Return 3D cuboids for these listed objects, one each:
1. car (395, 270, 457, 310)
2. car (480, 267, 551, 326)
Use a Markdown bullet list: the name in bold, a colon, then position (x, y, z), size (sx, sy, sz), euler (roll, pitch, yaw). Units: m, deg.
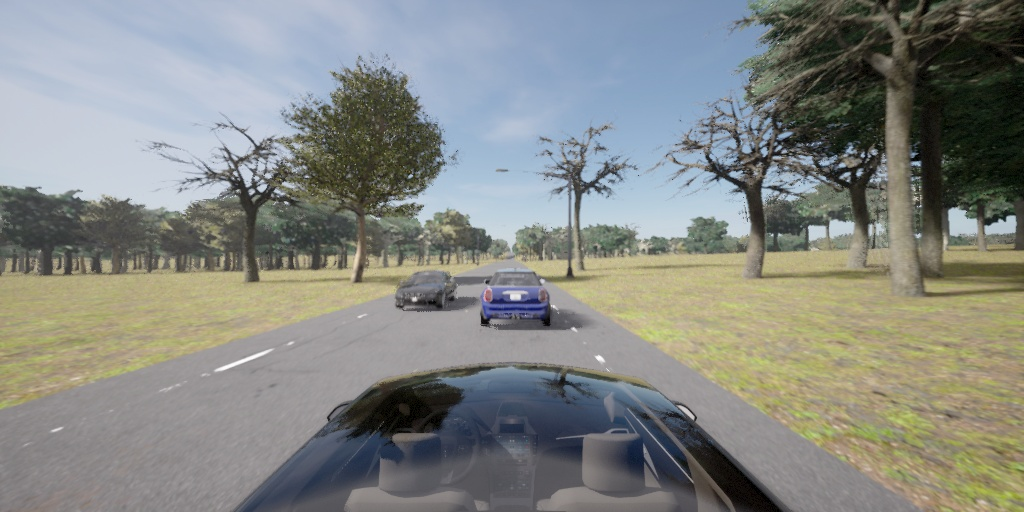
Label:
- **car**: position (-3.598, 1.389, 15.657), size (1.837, 1.490, 4.892), euler (0, -1, 0)
- **car**: position (0.101, 1.207, 12.330), size (2.097, 1.767, 4.553), euler (0, -1, 0)
